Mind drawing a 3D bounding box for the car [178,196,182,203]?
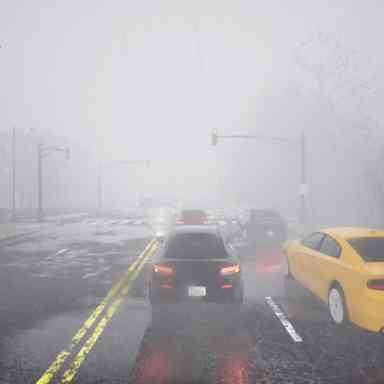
[{"bbox_3d":[-3.487,1.503,66.115,1.812,1.442,4.674,0,0,0],"label":"car"}]

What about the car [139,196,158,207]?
[{"bbox_3d":[-6.742,1.463,49.836,1.882,1.535,5.008,0,0,0],"label":"car"}]

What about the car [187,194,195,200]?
[{"bbox_3d":[-0.278,1.275,89.395,1.882,1.535,5.008,0,0,0],"label":"car"}]

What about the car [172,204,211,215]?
[{"bbox_3d":[0.013,1.522,17.038,1.812,1.442,4.674,0,0,-2],"label":"car"}]

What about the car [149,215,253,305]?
[{"bbox_3d":[0.076,1.524,7.958,1.812,1.442,4.674,0,0,0],"label":"car"}]

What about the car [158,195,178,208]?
[{"bbox_3d":[-3.490,1.511,49.170,1.812,1.442,4.674,0,0,0],"label":"car"}]

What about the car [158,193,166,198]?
[{"bbox_3d":[-6.728,1.455,65.924,1.882,1.535,5.008,0,0,0],"label":"car"}]

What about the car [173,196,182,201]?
[{"bbox_3d":[-3.500,1.558,80.931,1.895,1.301,4.718,0,0,0],"label":"car"}]

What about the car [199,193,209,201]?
[{"bbox_3d":[3.003,1.503,78.987,2.033,1.411,5.357,0,0,0],"label":"car"}]

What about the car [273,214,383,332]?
[{"bbox_3d":[3.330,1.476,6.977,1.882,1.535,5.008,0,0,0],"label":"car"}]

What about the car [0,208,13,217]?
[{"bbox_3d":[-19.787,1.762,31.200,5.357,1.411,2.033,-1,1,0],"label":"car"}]

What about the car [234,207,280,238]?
[{"bbox_3d":[3.301,1.501,16.434,1.837,1.490,4.892,0,0,0],"label":"car"}]

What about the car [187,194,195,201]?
[{"bbox_3d":[-0.248,1.559,79.423,1.895,1.301,4.718,0,0,0],"label":"car"}]

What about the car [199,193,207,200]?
[{"bbox_3d":[2.972,1.153,89.375,2.097,1.767,4.553,0,0,0],"label":"car"}]
